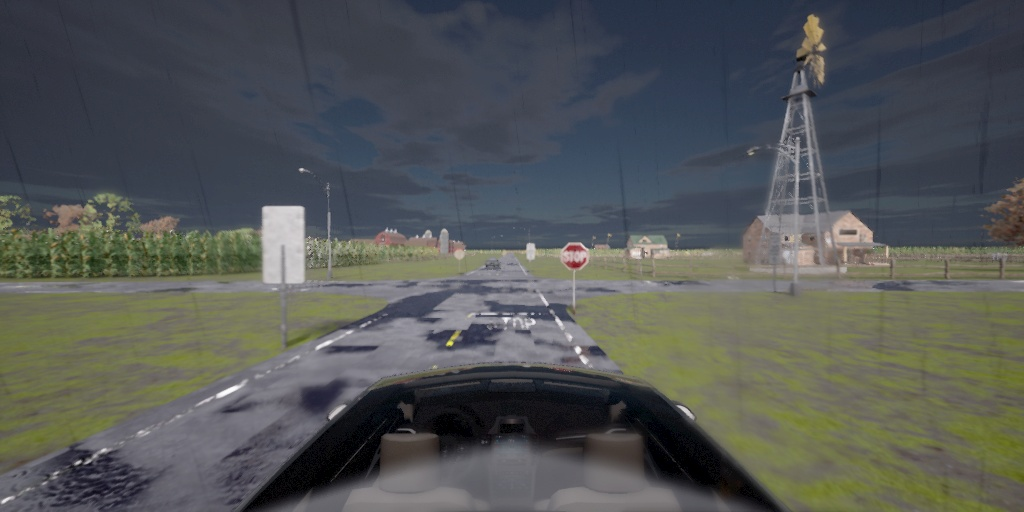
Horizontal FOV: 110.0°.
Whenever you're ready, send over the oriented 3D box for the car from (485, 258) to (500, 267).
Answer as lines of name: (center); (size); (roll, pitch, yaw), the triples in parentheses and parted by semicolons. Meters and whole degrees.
car: (-2.763, 0.928, 51.137); (1.994, 1.385, 4.181); (0, 1, 0)
